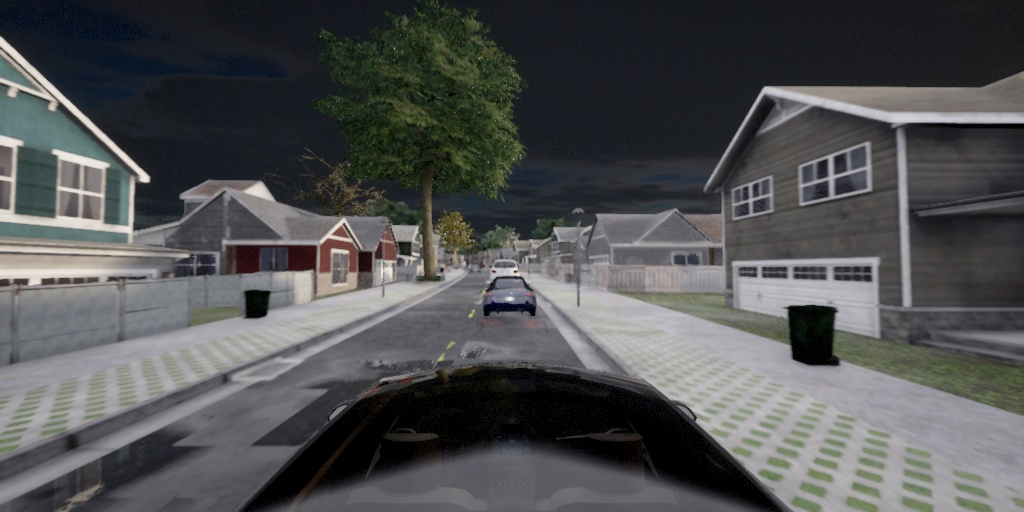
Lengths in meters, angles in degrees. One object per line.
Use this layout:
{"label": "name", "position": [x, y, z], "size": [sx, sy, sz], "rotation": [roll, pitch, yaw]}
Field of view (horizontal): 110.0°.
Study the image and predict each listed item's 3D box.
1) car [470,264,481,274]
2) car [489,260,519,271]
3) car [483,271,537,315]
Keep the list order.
{"label": "car", "position": [-5.939, 2.106, 58.408], "size": [2.128, 1.511, 4.902], "rotation": [0, -1, -6]}
{"label": "car", "position": [-0.616, 1.316, 28.224], "size": [2.150, 2.045, 5.566], "rotation": [0, -1, -2]}
{"label": "car", "position": [-0.105, 1.470, 14.366], "size": [1.994, 1.385, 4.181], "rotation": [0, -1, -1]}
